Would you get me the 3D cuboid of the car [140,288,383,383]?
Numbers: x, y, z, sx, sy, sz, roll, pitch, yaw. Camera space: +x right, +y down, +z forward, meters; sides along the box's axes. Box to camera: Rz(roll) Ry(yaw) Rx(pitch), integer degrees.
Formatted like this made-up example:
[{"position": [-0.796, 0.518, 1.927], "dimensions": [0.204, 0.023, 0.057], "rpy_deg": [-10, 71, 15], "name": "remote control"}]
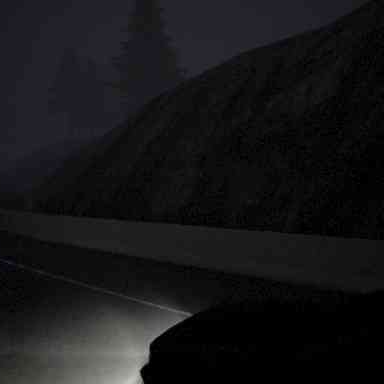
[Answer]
[{"position": [2.079, 1.554, 2.548], "dimensions": [5.357, 1.411, 2.033], "rpy_deg": [0, 0, 36], "name": "car"}]
